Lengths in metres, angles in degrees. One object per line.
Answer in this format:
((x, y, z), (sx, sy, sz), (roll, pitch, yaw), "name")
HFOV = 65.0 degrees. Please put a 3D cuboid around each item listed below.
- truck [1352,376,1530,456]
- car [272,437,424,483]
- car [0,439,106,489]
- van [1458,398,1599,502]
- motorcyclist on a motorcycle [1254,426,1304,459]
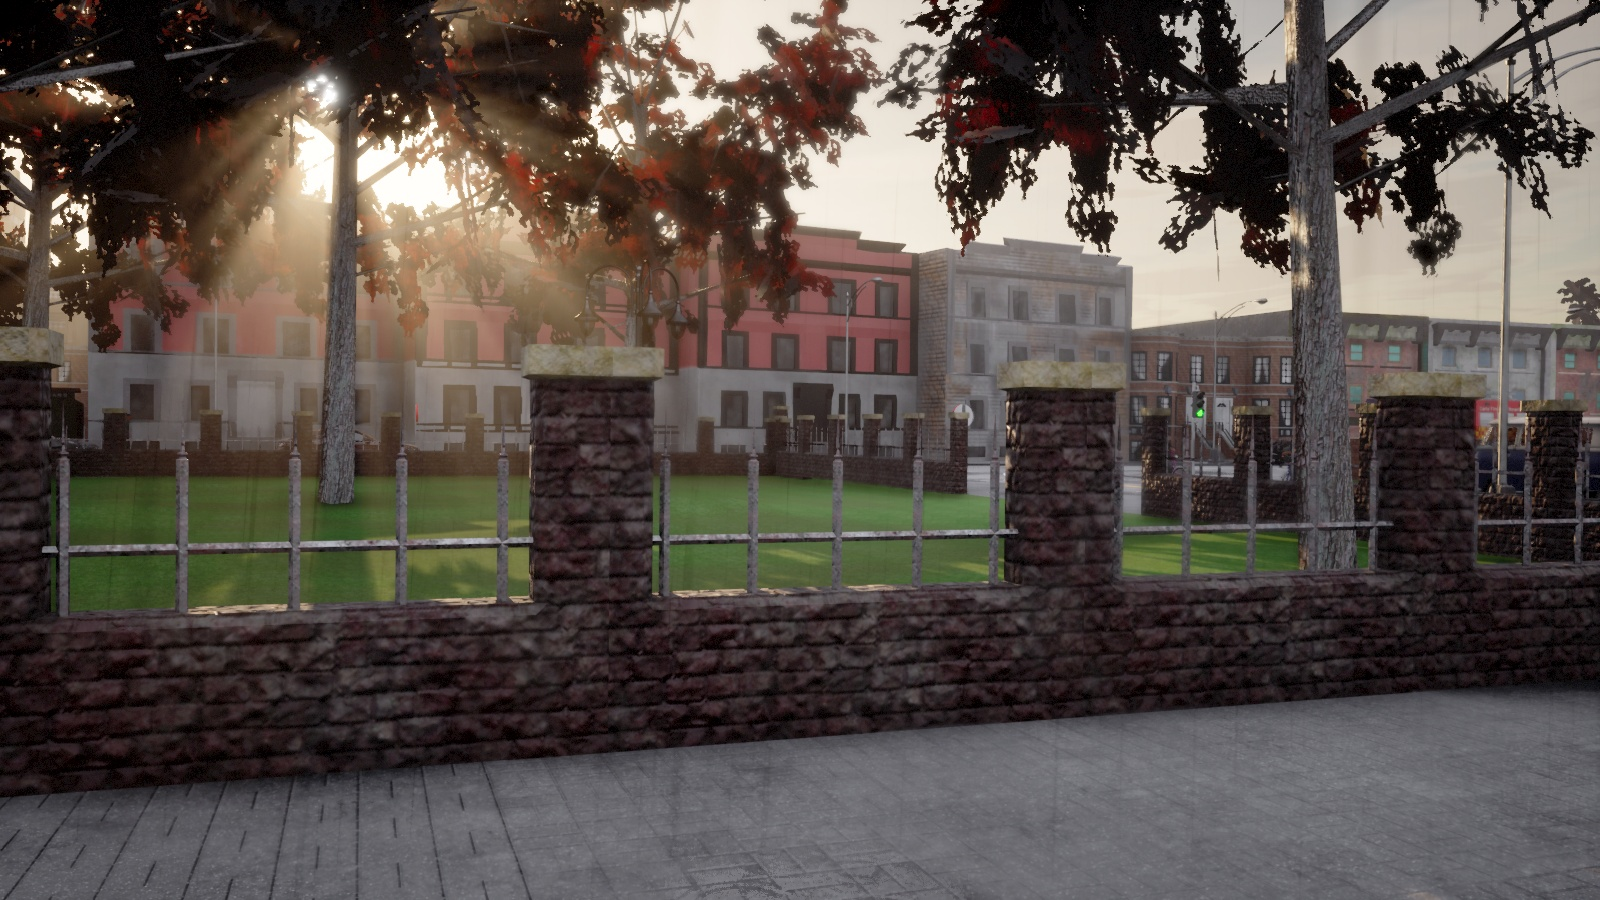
((32.094, -1.736, 62.870), (8.468, 3.827, 2.891), (-1, 1, -19), "truck")
((-15.118, 0.301, 42.160), (4.674, 1.442, 1.812), (-1, 1, -19), "car")
((-24.440, 0.434, 38.888), (4.892, 1.490, 1.837), (-1, 1, -19), "car")
((15.685, -0.028, 25.186), (1.775, 1.987, 4.442), (-1, 1, -17), "van")
((22.729, -0.381, 59.617), (2.191, 1.530, 0.866), (-1, 1, -19), "motorcyclist on a motorcycle")
